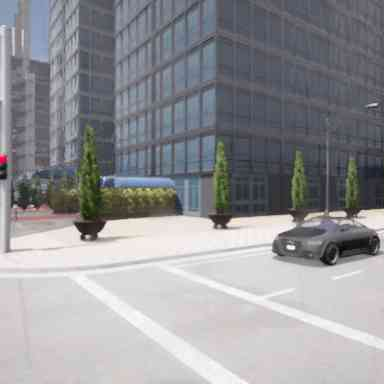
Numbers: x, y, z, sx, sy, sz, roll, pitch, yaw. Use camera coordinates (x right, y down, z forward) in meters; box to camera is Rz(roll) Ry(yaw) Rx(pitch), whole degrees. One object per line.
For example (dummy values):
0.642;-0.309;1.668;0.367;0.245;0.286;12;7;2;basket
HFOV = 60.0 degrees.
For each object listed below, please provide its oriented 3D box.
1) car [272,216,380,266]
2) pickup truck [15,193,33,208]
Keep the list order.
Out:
4.751;1.566;11.663;4.181;1.385;1.994;0;0;-35;car
-21.324;1.056;42.095;2.390;2.098;6.274;0;0;-6;pickup truck
